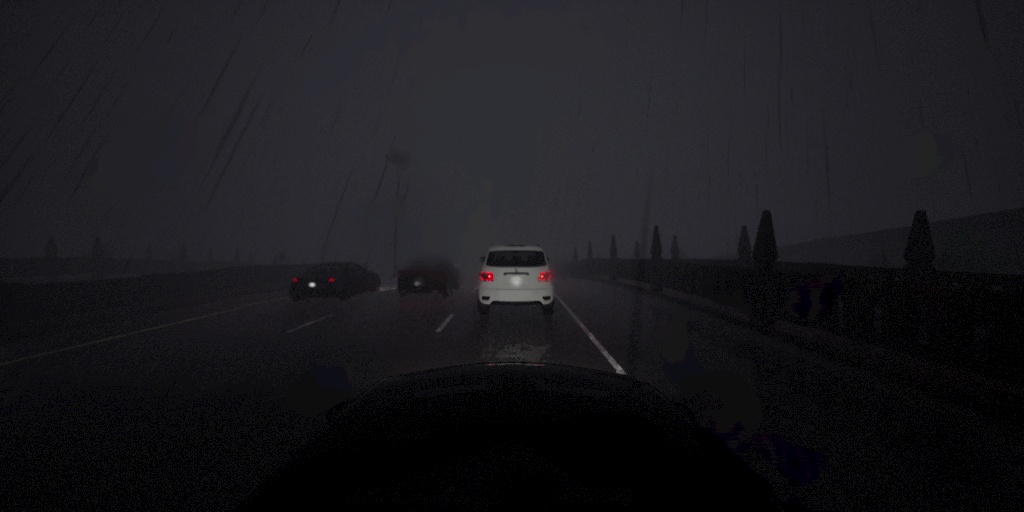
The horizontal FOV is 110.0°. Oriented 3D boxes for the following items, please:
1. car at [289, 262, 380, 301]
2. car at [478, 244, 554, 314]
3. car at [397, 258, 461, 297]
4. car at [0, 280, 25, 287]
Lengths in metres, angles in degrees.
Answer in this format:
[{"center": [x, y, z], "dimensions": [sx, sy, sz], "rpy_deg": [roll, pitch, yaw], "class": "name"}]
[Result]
[{"center": [-6.875, 0.925, 14.348], "dimensions": [1.994, 1.385, 4.181], "rpy_deg": [0, 1, 0], "class": "car"}, {"center": [0.119, 0.635, 12.037], "dimensions": [2.150, 2.045, 5.566], "rpy_deg": [0, 2, 0], "class": "car"}, {"center": [-3.374, 0.823, 15.435], "dimensions": [1.882, 1.535, 5.008], "rpy_deg": [0, 1, 0], "class": "car"}, {"center": [-14.075, 1.101, 8.143], "dimensions": [1.994, 1.385, 4.181], "rpy_deg": [0, 2, 0], "class": "car"}]
